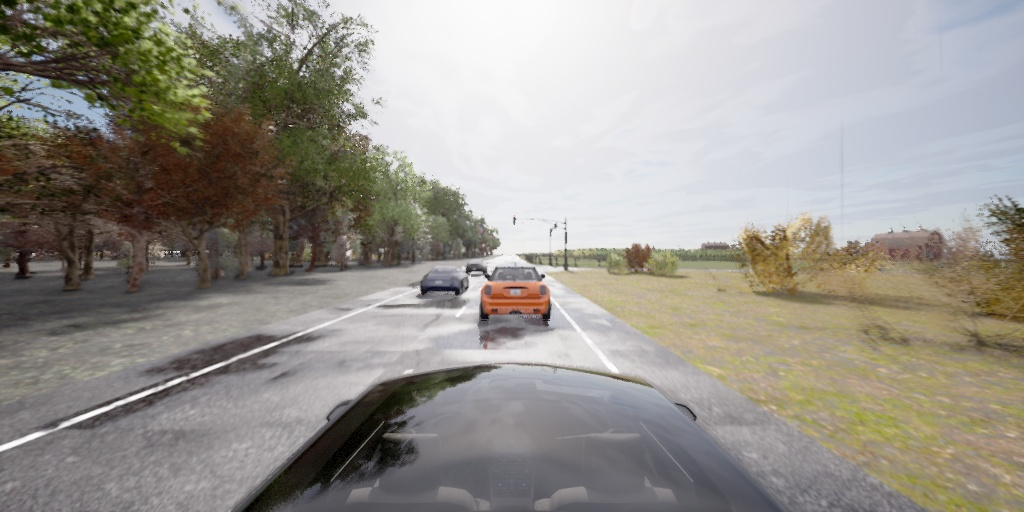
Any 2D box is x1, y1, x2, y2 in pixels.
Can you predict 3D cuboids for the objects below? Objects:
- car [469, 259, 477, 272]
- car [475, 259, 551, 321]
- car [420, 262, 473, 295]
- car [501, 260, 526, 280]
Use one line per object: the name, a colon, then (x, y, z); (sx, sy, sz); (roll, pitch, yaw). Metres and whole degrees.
car: (-3.391, 1.001, 34.491); (1.812, 1.442, 4.674); (0, 0, 0)
car: (0.102, 1.016, 12.265); (2.097, 1.767, 4.553); (0, 1, 0)
car: (-3.395, 1.172, 18.667); (1.994, 1.385, 4.181); (0, 0, 0)
car: (0.112, 1.049, 28.863); (1.812, 1.442, 4.674); (0, 0, 0)
